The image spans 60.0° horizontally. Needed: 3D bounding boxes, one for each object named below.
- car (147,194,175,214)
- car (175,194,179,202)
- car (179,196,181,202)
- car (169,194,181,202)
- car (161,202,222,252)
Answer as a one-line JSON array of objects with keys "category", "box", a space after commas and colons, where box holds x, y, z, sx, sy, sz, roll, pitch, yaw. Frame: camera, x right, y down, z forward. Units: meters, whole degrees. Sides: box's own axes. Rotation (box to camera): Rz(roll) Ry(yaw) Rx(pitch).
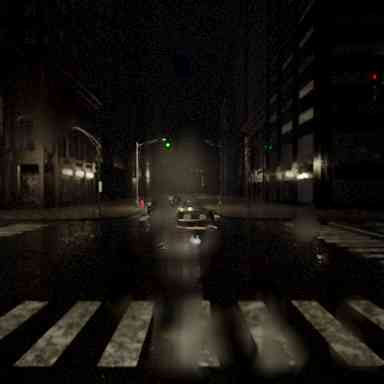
[{"category": "car", "box": [-3.043, 1.094, 31.970, 2.097, 1.767, 4.553, 0, 0, -1]}, {"category": "car", "box": [-3.069, 1.166, 40.746, 2.128, 1.511, 4.902, 0, 0, 0]}, {"category": "car", "box": [-3.041, 1.109, 50.274, 1.837, 1.490, 4.892, 0, 0, 0]}, {"category": "car", "box": [-3.082, 1.099, 60.114, 1.994, 1.385, 4.181, 0, 0, 0]}, {"category": "car", "box": [0.129, 1.388, 13.451, 2.128, 1.511, 4.902, 0, 1, 0]}]
